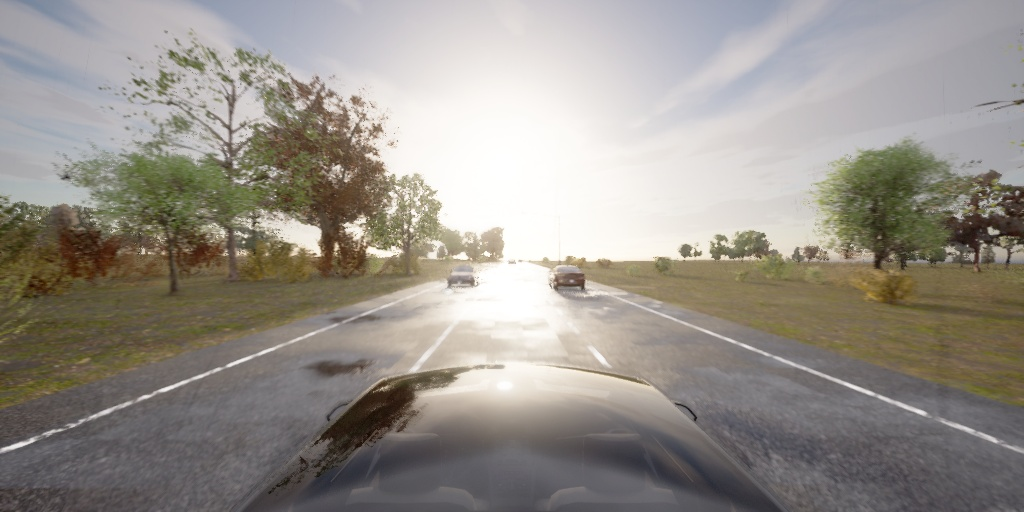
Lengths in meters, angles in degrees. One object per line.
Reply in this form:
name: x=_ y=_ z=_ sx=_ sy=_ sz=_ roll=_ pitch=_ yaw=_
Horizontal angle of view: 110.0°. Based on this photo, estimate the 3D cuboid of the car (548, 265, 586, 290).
car: x=3.509 y=1.352 z=23.535 sx=1.882 sy=1.535 sz=5.008 roll=0 pitch=0 yaw=0

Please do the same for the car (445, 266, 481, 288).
car: x=-3.405 y=1.420 z=25.753 sx=1.812 sy=1.442 sz=4.674 roll=0 pitch=0 yaw=1
